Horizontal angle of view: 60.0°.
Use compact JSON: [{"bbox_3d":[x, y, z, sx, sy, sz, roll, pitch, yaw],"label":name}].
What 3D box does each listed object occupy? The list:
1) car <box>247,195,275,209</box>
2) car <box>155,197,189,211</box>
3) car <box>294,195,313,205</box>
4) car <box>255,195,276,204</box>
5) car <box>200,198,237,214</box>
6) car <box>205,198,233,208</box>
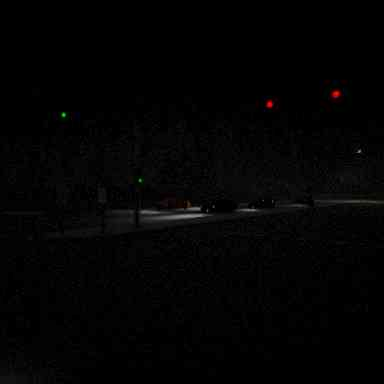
[{"bbox_3d":[9.146,1.471,43.472,2.033,1.411,5.357,0,0,36],"label":"car"},{"bbox_3d":[-2.328,1.370,39.610,1.882,1.535,5.008,0,0,36],"label":"car"},{"bbox_3d":[19.104,1.275,57.070,2.097,1.767,4.553,0,0,36],"label":"car"},{"bbox_3d":[13.636,1.399,61.418,1.837,1.490,4.892,0,0,37],"label":"car"},{"bbox_3d":[2.814,1.523,34.798,1.895,1.301,4.718,0,0,36],"label":"car"},{"bbox_3d":[3.936,1.494,48.198,1.895,1.301,4.718,0,0,36],"label":"car"}]
